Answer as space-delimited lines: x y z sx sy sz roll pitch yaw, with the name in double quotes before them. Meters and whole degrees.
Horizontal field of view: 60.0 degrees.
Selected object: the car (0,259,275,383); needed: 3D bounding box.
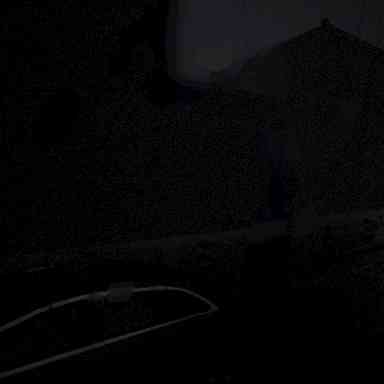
"car" -1.361 1.493 3.022 4.902 1.511 2.128 0 0 -35
